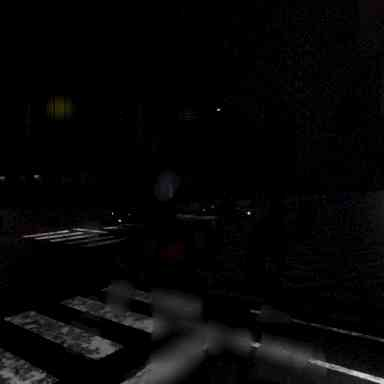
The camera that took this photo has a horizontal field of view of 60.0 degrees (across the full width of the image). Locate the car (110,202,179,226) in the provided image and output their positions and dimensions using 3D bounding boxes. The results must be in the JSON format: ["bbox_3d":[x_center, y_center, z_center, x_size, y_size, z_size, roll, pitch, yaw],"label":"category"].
[{"bbox_3d":[-2.957,1.354,21.413,1.895,1.301,4.718,0,1,36],"label":"car"}]

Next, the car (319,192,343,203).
[{"bbox_3d":[19.600,0.815,47.417,1.837,1.490,4.892,0,1,36],"label":"car"}]

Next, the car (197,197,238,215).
[{"bbox_3d":[2.322,1.158,28.768,1.812,1.442,4.674,0,1,36],"label":"car"}]

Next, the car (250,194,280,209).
[{"bbox_3d":[8.129,0.977,36.868,1.882,1.535,5.008,0,1,36],"label":"car"}]

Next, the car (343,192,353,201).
[{"bbox_3d":[25.488,0.654,55.641,1.882,1.535,5.008,0,1,36],"label":"car"}]
